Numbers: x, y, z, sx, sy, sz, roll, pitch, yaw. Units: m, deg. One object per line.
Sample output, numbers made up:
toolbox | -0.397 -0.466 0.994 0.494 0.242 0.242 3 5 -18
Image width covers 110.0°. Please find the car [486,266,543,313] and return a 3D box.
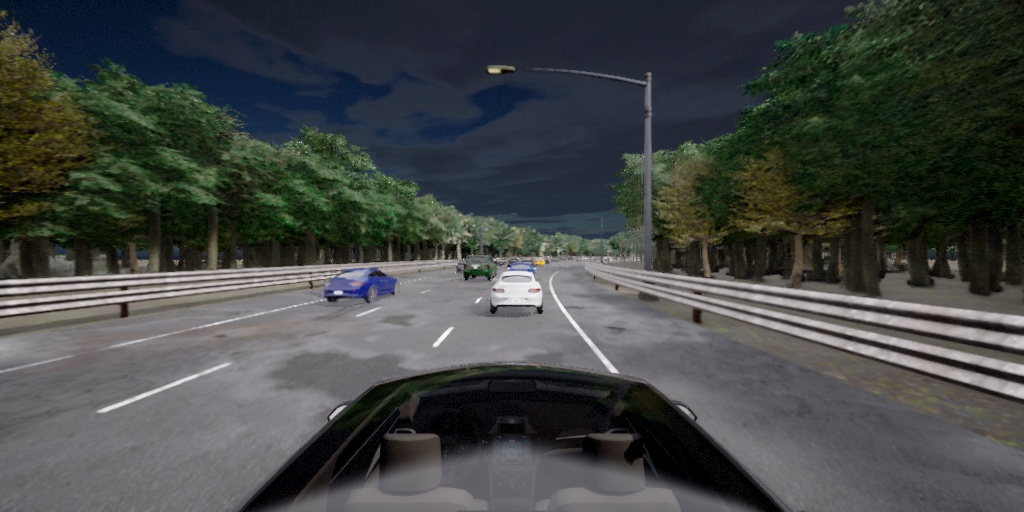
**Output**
car | 0.201 1.280 13.951 1.812 1.442 4.674 0 0 2

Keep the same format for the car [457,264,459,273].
car | -5.102 1.239 41.727 2.128 1.511 4.902 0 0 5

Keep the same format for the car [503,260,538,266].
car | 0.675 1.235 25.433 1.882 1.535 5.008 0 0 3

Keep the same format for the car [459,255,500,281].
car | -2.555 0.972 29.741 2.150 2.045 5.566 0 0 4

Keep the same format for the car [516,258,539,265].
car | 1.811 1.267 41.131 1.837 1.490 4.892 0 0 5

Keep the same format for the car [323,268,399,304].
car | -6.697 1.267 16.317 1.812 1.442 4.674 0 0 2
